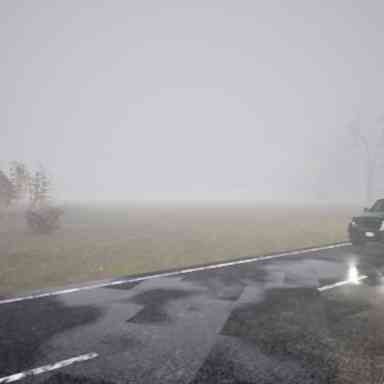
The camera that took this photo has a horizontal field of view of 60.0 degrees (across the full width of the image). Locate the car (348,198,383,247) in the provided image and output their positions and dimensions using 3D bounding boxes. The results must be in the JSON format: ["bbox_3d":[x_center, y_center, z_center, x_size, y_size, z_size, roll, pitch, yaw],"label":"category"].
[{"bbox_3d":[8.869,1.220,14.004,5.566,2.045,2.150,0,0,-36],"label":"car"}]
